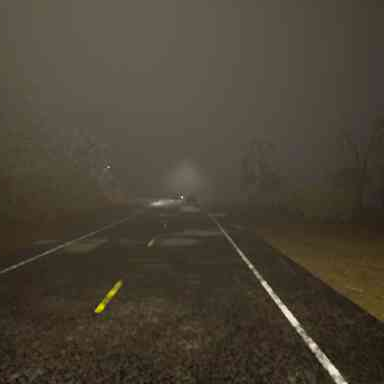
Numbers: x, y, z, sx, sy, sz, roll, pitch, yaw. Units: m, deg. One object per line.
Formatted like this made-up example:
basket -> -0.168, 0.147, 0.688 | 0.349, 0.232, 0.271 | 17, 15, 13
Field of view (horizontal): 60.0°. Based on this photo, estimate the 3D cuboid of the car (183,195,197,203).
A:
car -> -0.113, 1.321, 60.853 | 1.994, 1.385, 4.181 | 0, 0, 0

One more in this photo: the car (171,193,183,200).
car -> -3.804, 1.167, 78.091 | 1.882, 1.535, 5.008 | 0, 0, 0

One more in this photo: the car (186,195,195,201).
car -> -0.278, 1.305, 73.145 | 1.895, 1.301, 4.718 | 0, 0, 0
